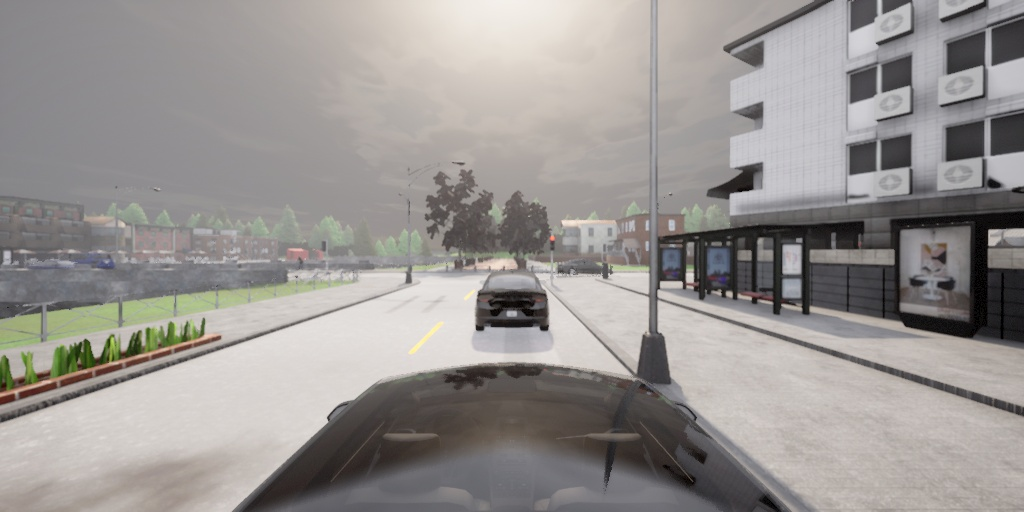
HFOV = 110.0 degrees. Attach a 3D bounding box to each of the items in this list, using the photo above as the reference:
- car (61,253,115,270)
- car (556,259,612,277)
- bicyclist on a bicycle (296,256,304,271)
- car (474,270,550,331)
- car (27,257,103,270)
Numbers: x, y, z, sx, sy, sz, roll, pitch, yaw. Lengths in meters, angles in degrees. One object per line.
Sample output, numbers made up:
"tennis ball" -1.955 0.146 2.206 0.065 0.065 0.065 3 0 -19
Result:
"car" -42.730 0.731 35.408 5.566 2.045 2.150 0 0 0
"car" 6.298 1.040 31.453 4.892 1.490 1.837 0 -3 -12
"bicyclist on a bicycle" -23.511 0.825 39.757 0.582 1.620 1.656 0 1 0
"car" 0.013 1.162 10.737 1.882 1.535 5.008 0 0 0
"car" -39.380 1.064 31.338 4.674 1.442 1.812 0 0 0
